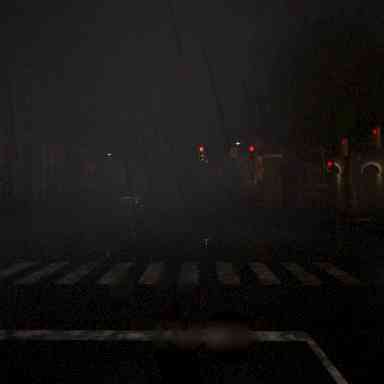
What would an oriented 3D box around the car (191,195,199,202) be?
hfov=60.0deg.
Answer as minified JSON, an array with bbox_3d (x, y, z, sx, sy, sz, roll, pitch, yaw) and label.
[{"bbox_3d":[0.727,1.450,78.573,2.128,1.511,4.902,0,0,1],"label":"car"}]

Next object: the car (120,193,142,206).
[{"bbox_3d":[-10.210,1.222,54.839,2.150,2.045,5.566,0,0,0],"label":"car"}]

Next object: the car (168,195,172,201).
[{"bbox_3d":[-6.171,1.463,84.497,1.882,1.535,5.008,0,0,1],"label":"car"}]

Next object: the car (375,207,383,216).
[{"bbox_3d":[18.598,1.526,29.145,4.674,1.442,1.812,0,0,1],"label":"car"}]

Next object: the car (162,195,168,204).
[{"bbox_3d":[-6.516,1.491,66.378,2.128,1.511,4.902,0,0,2],"label":"car"}]

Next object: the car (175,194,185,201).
[{"bbox_3d":[-2.773,1.279,78.602,2.097,1.767,4.553,0,0,1],"label":"car"}]

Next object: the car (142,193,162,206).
[{"bbox_3d":[-6.703,1.221,56.253,2.150,2.045,5.566,0,0,-1],"label":"car"}]

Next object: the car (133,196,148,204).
[{"bbox_3d":[-10.047,1.547,65.072,2.033,1.411,5.357,0,0,2],"label":"car"}]
